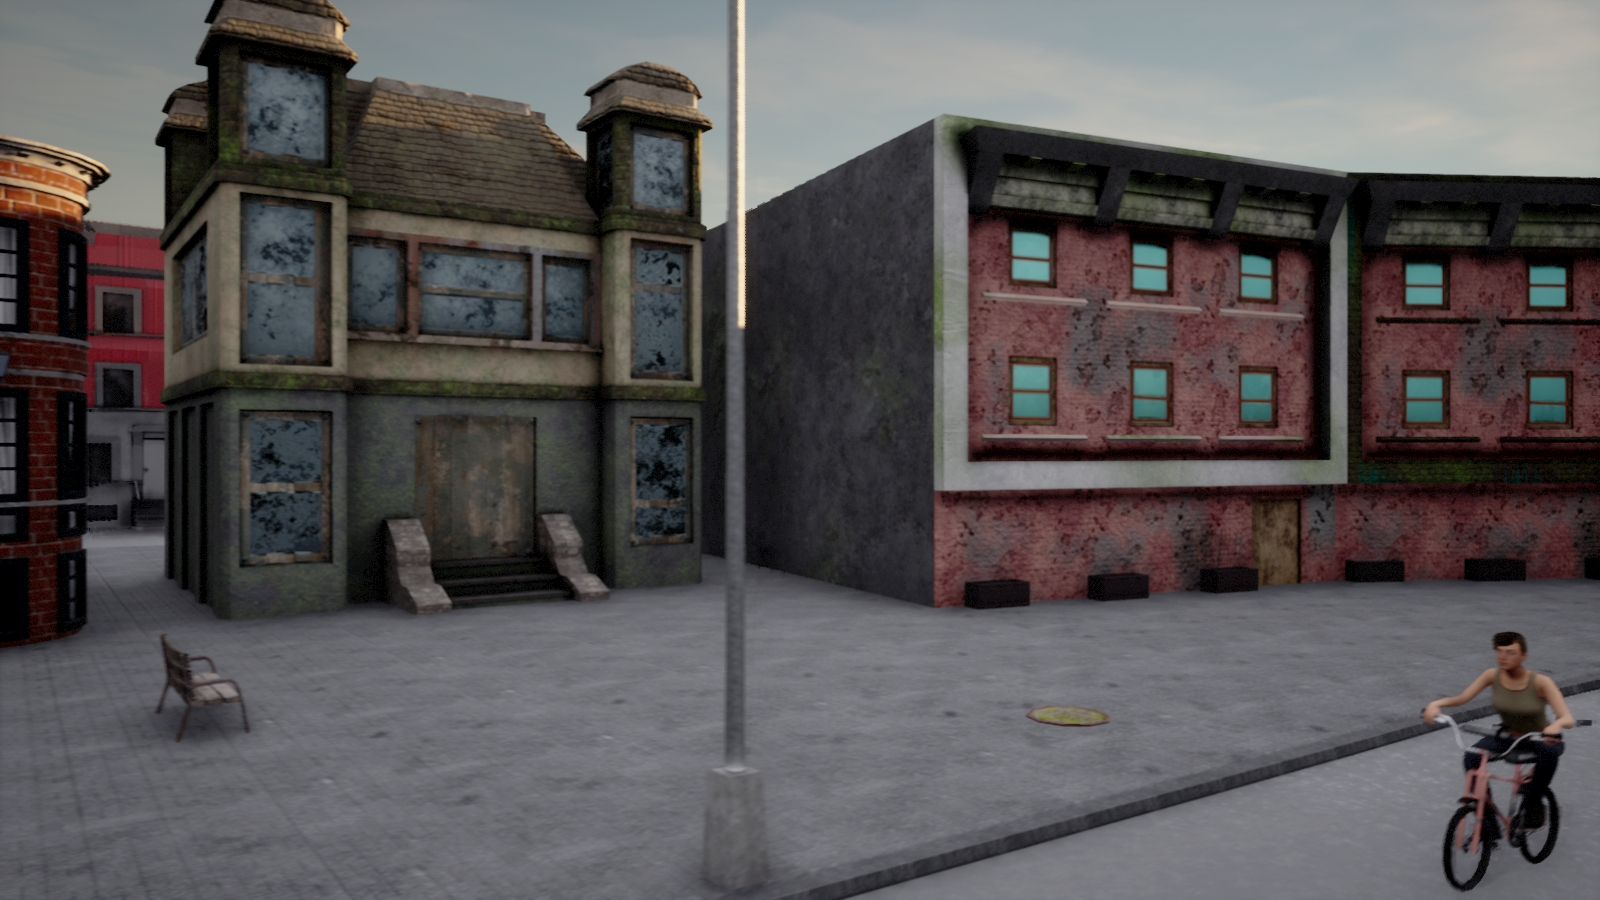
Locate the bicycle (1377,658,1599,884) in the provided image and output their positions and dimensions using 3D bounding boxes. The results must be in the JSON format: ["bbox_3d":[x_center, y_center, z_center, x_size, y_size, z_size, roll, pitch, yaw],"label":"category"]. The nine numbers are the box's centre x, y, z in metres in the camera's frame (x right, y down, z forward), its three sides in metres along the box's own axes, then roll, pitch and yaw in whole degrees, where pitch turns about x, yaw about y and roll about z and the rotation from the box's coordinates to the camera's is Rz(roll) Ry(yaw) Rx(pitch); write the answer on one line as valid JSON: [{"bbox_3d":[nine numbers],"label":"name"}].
[{"bbox_3d":[4.622,2.035,7.507,1.487,1.080,0.859,1,-1,-34],"label":"bicycle"}]
